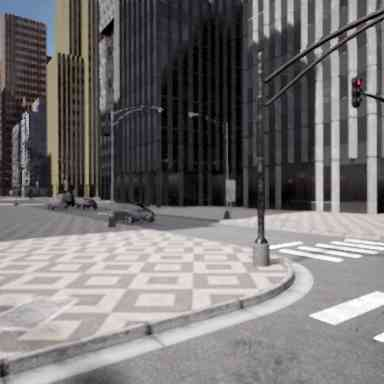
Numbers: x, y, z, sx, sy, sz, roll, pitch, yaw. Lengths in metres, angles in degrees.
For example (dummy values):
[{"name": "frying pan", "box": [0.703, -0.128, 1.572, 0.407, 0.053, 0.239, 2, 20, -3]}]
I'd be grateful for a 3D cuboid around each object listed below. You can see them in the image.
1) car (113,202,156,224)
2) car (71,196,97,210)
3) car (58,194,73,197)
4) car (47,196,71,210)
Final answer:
[{"name": "car", "box": [-4.511, 1.541, 25.136, 1.837, 1.490, 4.892, 0, 0, -35]}, {"name": "car", "box": [-14.061, 1.586, 43.978, 1.837, 1.490, 4.892, 0, 0, -35]}, {"name": "car", "box": [-20.131, 1.330, 52.432, 2.150, 2.045, 5.566, 0, 0, -35]}, {"name": "car", "box": [-17.843, 1.626, 43.996, 1.812, 1.442, 4.674, 0, 0, -35]}]
